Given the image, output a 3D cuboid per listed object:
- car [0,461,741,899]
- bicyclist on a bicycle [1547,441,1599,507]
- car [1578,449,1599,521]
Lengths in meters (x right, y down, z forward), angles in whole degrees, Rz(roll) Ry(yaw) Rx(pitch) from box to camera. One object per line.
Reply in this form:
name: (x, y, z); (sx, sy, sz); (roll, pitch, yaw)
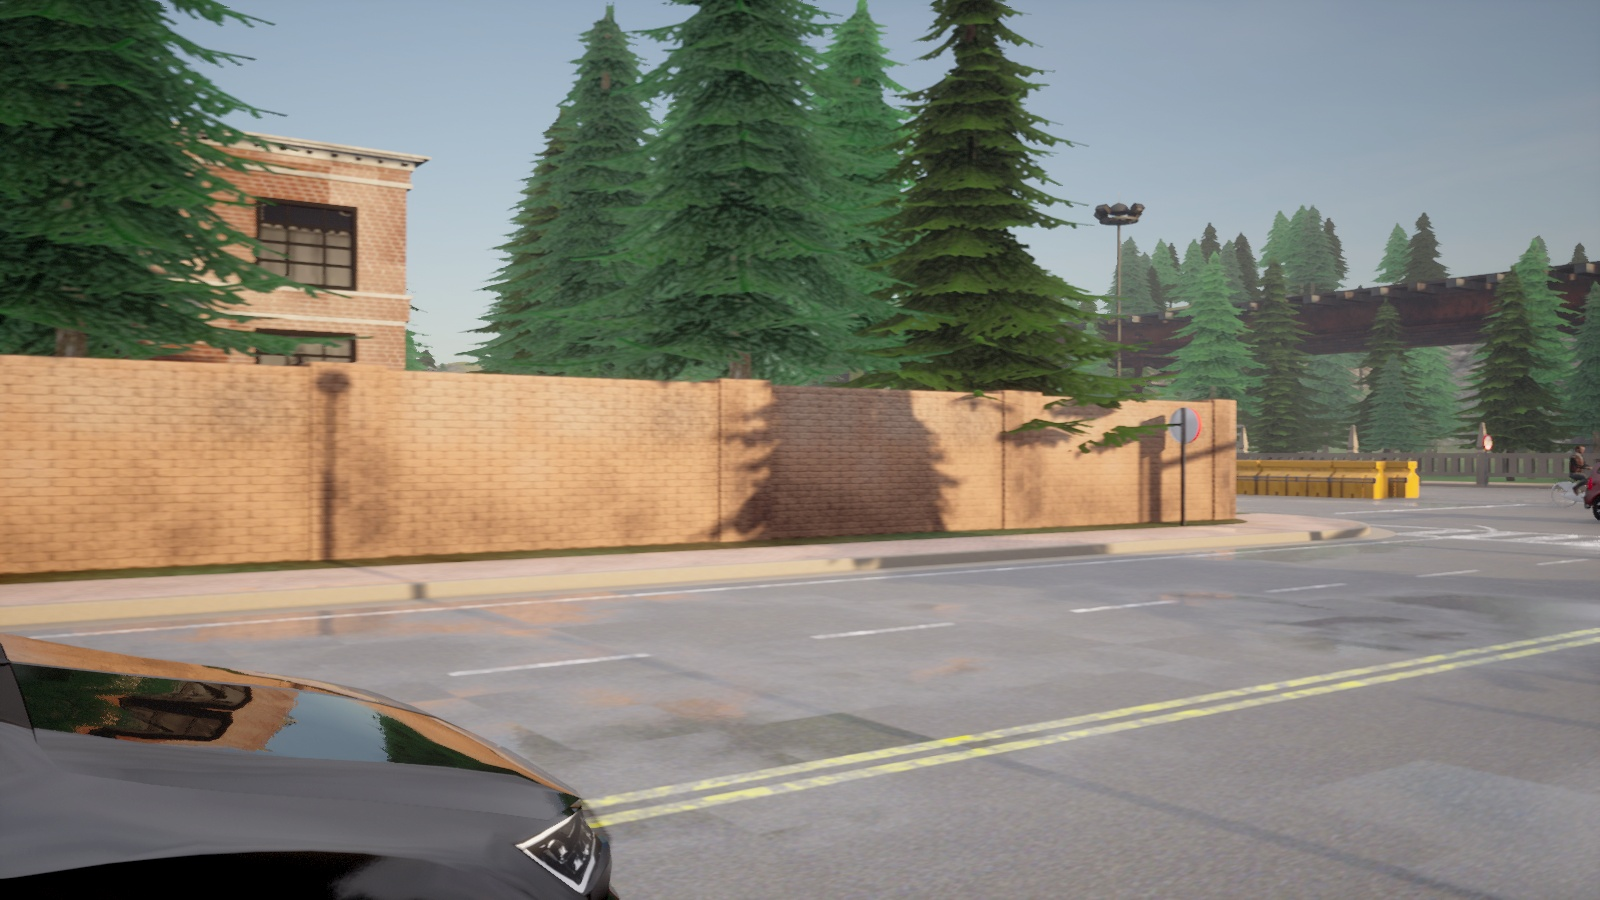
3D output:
car: (-2.355, 0.768, 2.020); (4.193, 1.474, 1.816); (0, 0, -35)
bicyclist on a bicycle: (21.610, 0.654, 34.417); (0.659, 1.776, 1.843); (0, 0, -35)
car: (18.705, 0.748, 26.297); (1.789, 1.549, 3.705); (0, 0, -35)
